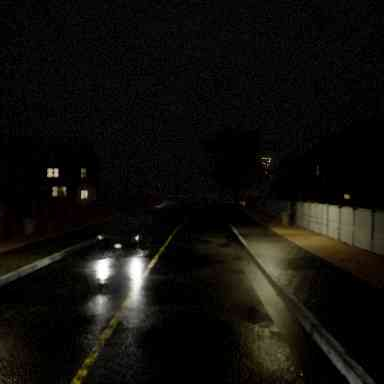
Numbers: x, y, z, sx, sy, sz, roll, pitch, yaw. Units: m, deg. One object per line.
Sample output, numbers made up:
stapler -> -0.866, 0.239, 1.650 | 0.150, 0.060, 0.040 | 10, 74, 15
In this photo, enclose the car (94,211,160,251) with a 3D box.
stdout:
car -> -2.540, 1.542, 14.494 | 2.033, 1.411, 5.357 | 0, 0, 2
